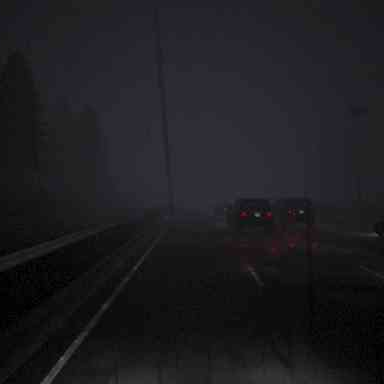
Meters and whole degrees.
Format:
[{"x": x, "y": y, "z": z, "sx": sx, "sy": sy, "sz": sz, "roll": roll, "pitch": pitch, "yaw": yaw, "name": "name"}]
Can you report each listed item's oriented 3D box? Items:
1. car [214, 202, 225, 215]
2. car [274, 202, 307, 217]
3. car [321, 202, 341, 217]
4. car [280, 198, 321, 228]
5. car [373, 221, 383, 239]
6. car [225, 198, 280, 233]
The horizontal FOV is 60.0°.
[{"x": 3.668, "y": 1.908, "z": 39.115, "sx": 1.994, "sy": 1.385, "sz": 4.181, "roll": 0, "pitch": 0, "yaw": 0, "name": "car"}, {"x": 10.661, "y": 1.873, "z": 36.327, "sx": 2.033, "sy": 1.411, "sz": 5.357, "roll": 0, "pitch": 0, "yaw": 0, "name": "car"}, {"x": 14.160, "y": 1.801, "z": 35.732, "sx": 1.882, "sy": 1.535, "sz": 5.008, "roll": 0, "pitch": 0, "yaw": 0, "name": "car"}, {"x": 7.140, "y": 1.440, "z": 24.322, "sx": 2.150, "sy": 2.045, "sz": 5.566, "roll": 0, "pitch": 0, "yaw": 0, "name": "car"}, {"x": 10.624, "y": 1.691, "z": 15.393, "sx": 2.033, "sy": 1.411, "sz": 5.357, "roll": 0, "pitch": 0, "yaw": 0, "name": "car"}, {"x": 3.623, "y": 1.410, "z": 21.158, "sx": 2.150, "sy": 2.045, "sz": 5.566, "roll": 0, "pitch": 0, "yaw": 0, "name": "car"}]
